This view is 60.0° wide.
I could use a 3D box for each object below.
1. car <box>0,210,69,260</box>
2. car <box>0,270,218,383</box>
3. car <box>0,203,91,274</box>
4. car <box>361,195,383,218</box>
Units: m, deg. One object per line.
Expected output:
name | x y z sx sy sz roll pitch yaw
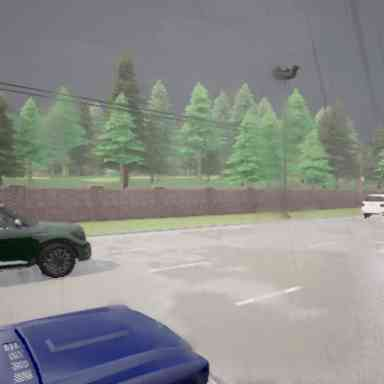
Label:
car | -7.070 1.505 11.601 4.892 1.490 1.837 0 0 -35
car | -2.104 1.601 2.246 4.718 1.301 1.895 0 0 -35
car | -5.490 1.221 8.429 5.566 2.045 2.150 0 0 -35
car | 16.836 1.235 28.650 5.566 2.045 2.150 0 0 -35
